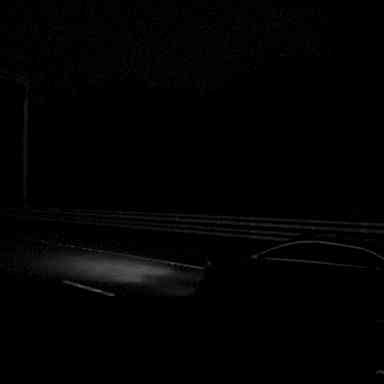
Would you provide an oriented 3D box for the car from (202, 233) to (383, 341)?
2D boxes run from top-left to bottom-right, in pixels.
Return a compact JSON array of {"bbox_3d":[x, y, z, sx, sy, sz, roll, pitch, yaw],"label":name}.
[{"bbox_3d":[2.457,1.563,6.536,4.902,1.511,2.128,0,-1,38],"label":"car"}]
